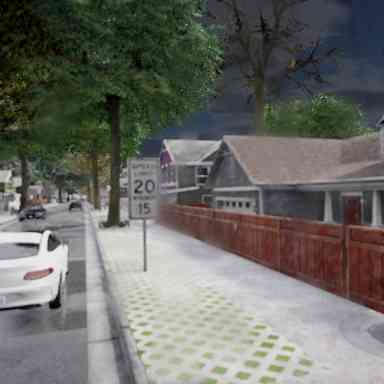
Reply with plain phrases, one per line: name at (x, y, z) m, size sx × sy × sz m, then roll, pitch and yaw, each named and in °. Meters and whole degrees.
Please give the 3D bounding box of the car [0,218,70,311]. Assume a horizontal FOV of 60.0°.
car at (-3.834, 1.575, 7.500) m, size 1.812 × 1.442 × 4.674 m, roll -1°, pitch 0°, yaw -18°

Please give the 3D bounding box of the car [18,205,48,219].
car at (-13.798, 1.832, 29.111) m, size 1.994 × 1.385 × 4.181 m, roll -1°, pitch 0°, yaw -18°

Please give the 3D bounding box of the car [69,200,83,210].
car at (-17.514, 1.949, 50.125) m, size 1.837 × 1.490 × 4.892 m, roll -1°, pitch 0°, yaw -18°
